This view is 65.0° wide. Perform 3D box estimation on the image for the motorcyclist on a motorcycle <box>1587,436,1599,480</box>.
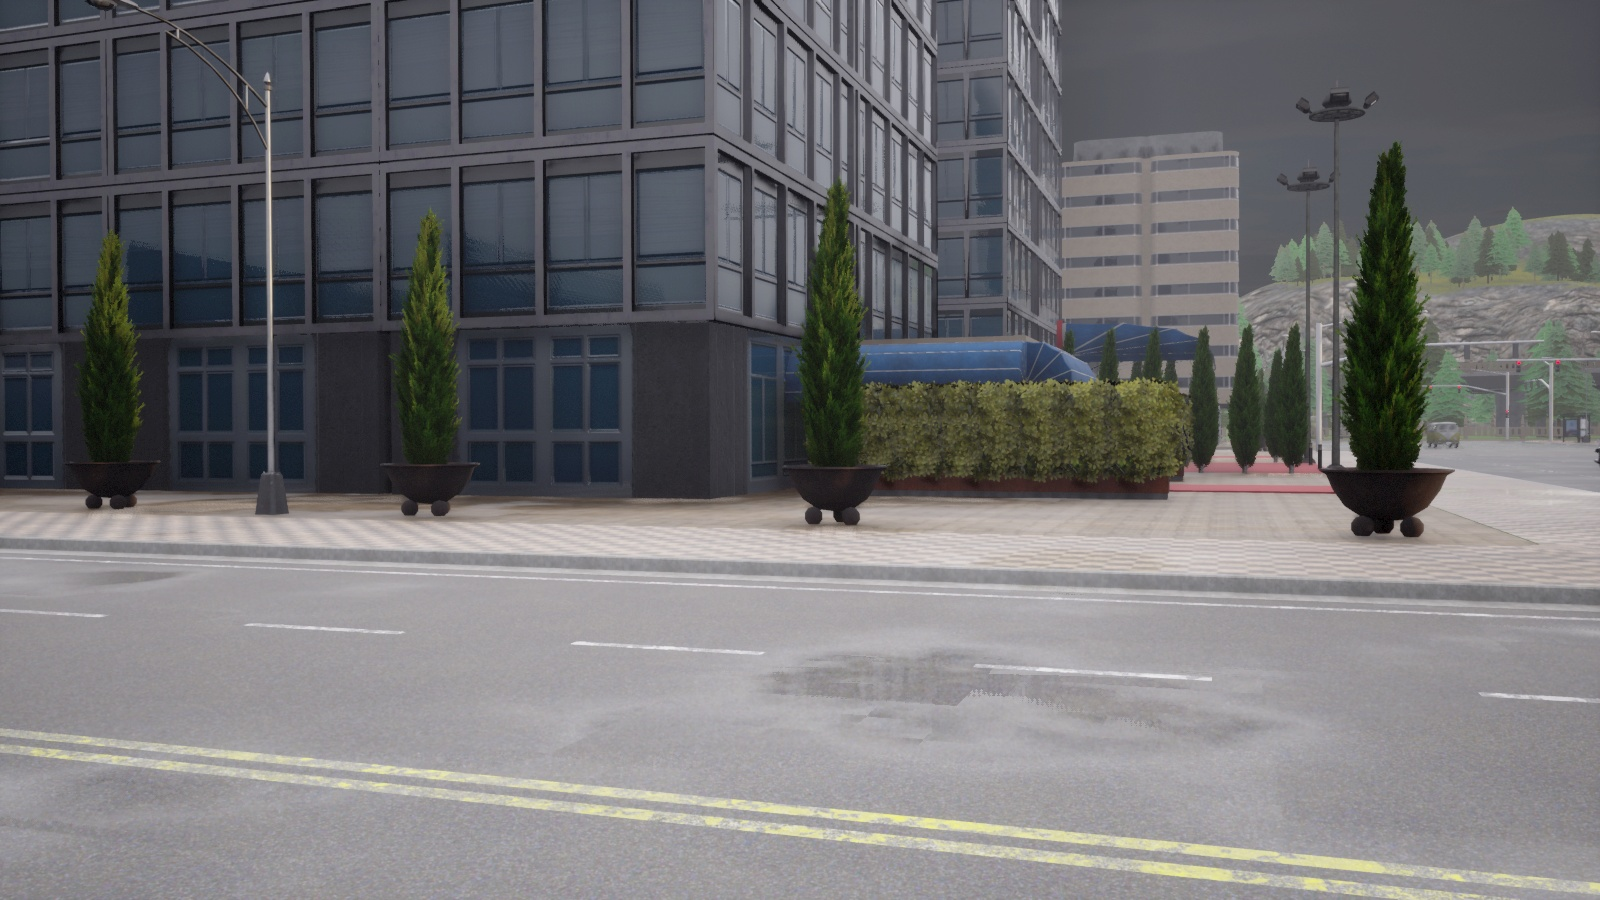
[{"bbox_3d":[28.257,0.266,43.795,0.866,1.530,2.191,1,1,18],"label":"motorcyclist on a motorcycle"}]
